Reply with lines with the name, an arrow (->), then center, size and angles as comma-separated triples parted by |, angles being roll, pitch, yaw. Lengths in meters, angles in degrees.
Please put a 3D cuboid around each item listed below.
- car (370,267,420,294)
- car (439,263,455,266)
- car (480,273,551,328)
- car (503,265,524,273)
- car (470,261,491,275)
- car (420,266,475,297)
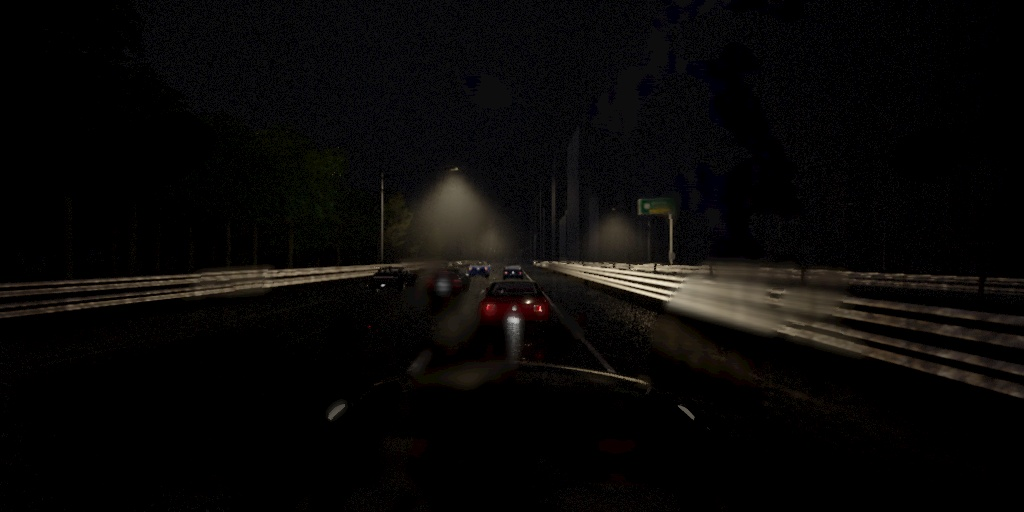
car -> -6.900, 1.373, 21.615 | 2.128, 1.511, 4.902 | 0, 0, 0
car -> -6.897, 1.500, 38.326 | 1.837, 1.490, 4.892 | 0, -1, 0
car -> 0.086, 1.413, 11.581 | 1.895, 1.301, 4.718 | 0, 0, 0
car -> 0.103, 1.509, 33.401 | 2.033, 1.411, 5.357 | 0, 0, 0
car -> -3.397, 1.347, 38.277 | 2.097, 1.767, 4.553 | 0, 0, 0
car -> -3.400, 1.432, 19.728 | 1.994, 1.385, 4.181 | 0, 0, 0
